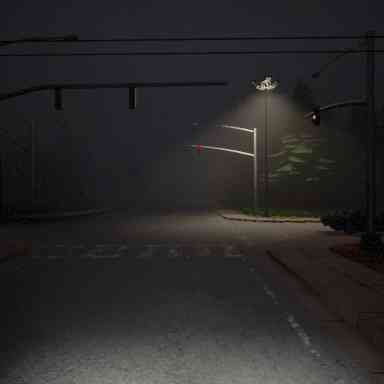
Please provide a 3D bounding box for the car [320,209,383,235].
[{"bbox_3d":[9.820,1.627,18.556,4.718,1.301,1.895,0,0,1],"label":"car"}]
